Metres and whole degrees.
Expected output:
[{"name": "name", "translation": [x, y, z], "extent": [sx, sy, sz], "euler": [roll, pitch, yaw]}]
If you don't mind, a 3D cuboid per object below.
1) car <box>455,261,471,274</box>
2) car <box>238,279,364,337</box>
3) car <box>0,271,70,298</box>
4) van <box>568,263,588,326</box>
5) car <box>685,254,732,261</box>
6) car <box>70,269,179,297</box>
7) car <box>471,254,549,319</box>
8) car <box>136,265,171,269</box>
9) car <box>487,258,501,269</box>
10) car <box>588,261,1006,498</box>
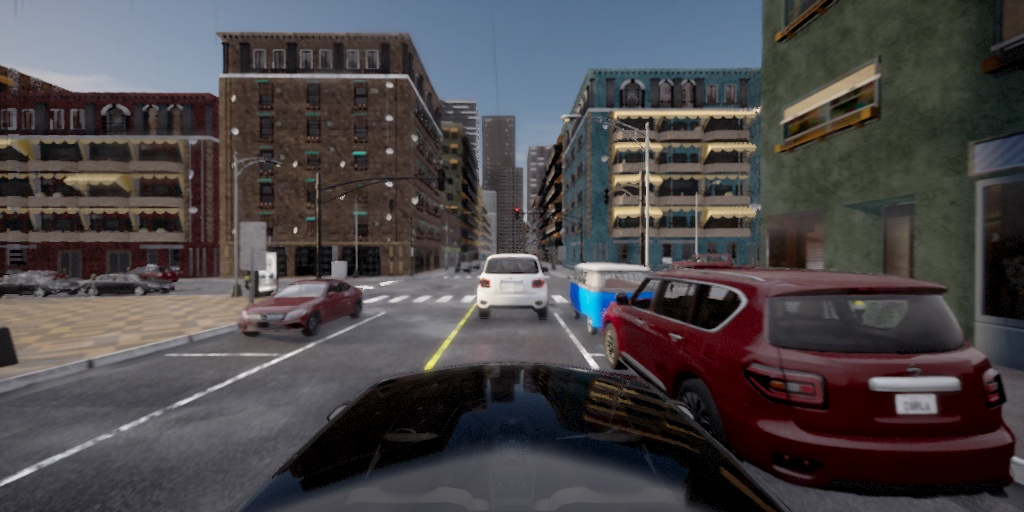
[{"name": "car", "translation": [-5.681, 1.348, 42.701], "extent": [1.948, 1.339, 4.313], "euler": [0, 0, 0]}, {"name": "car", "translation": [-5.690, 1.338, 10.296], "extent": [1.802, 1.307, 4.207], "euler": [0, 0, 0]}, {"name": "car", "translation": [-27.958, 1.734, 21.030], "extent": [4.403, 1.370, 2.007], "euler": [0, 0, 0]}, {"name": "van", "translation": [2.691, 1.096, 10.293], "extent": [1.690, 1.789, 3.998], "euler": [0, 0, 0]}, {"name": "car", "translation": [15.779, 0.799, 29.843], "extent": [5.009, 1.841, 2.192], "euler": [0, 0, 0]}, {"name": "car", "translation": [-22.389, 1.652, 21.069], "extent": [4.403, 1.370, 2.007], "euler": [0, 0, 0]}, {"name": "car", "translation": [0.150, 0.975, 12.936], "extent": [2.150, 2.045, 5.566], "euler": [0, 0, 4]}, {"name": "car", "translation": [-30.254, 1.595, 29.654], "extent": [4.097, 1.591, 1.967], "euler": [0, 0, 0]}, {"name": "car", "translation": [-3.039, 1.155, 60.614], "extent": [2.097, 1.767, 4.553], "euler": [0, 0, 1]}, {"name": "car", "translation": [2.690, 1.066, 4.765], "extent": [2.192, 1.841, 5.009], "euler": [0, 0, 0]}]
